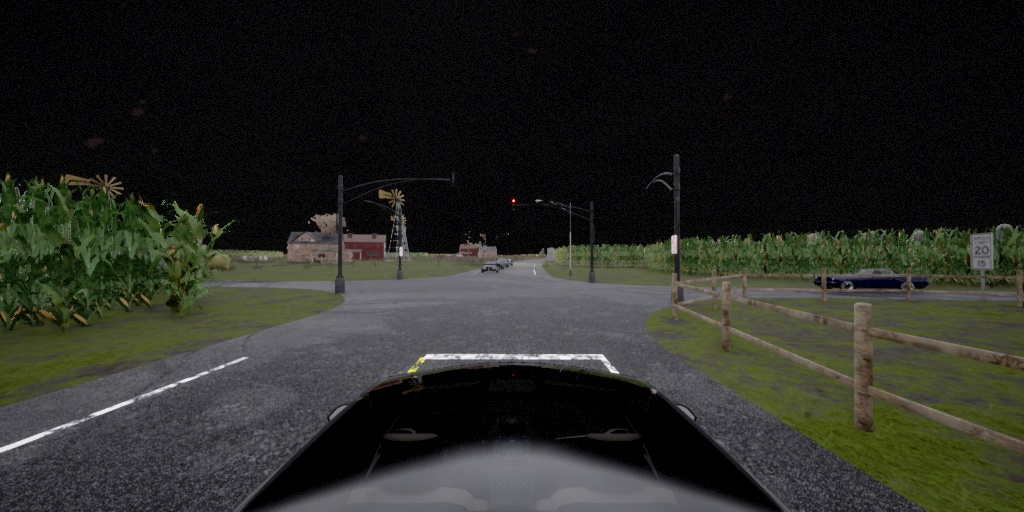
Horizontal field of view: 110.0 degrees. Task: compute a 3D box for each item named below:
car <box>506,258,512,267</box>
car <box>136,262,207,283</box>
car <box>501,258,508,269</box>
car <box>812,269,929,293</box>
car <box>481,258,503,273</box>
[{"bbox_3d":[-1.575,1.085,61.369,2.097,1.767,4.553,0,0,4],"label":"car"},{"bbox_3d":[-24.174,1.195,25.354,4.902,1.511,2.128,0,-1,10],"label":"car"},{"bbox_3d":[-2.130,1.341,52.503,1.895,1.301,4.718,0,0,3],"label":"car"},{"bbox_3d":[20.394,1.401,20.634,4.718,1.301,1.895,0,-1,9],"label":"car"},{"bbox_3d":[-2.574,1.309,43.750,1.994,1.385,4.181,0,0,3],"label":"car"}]
